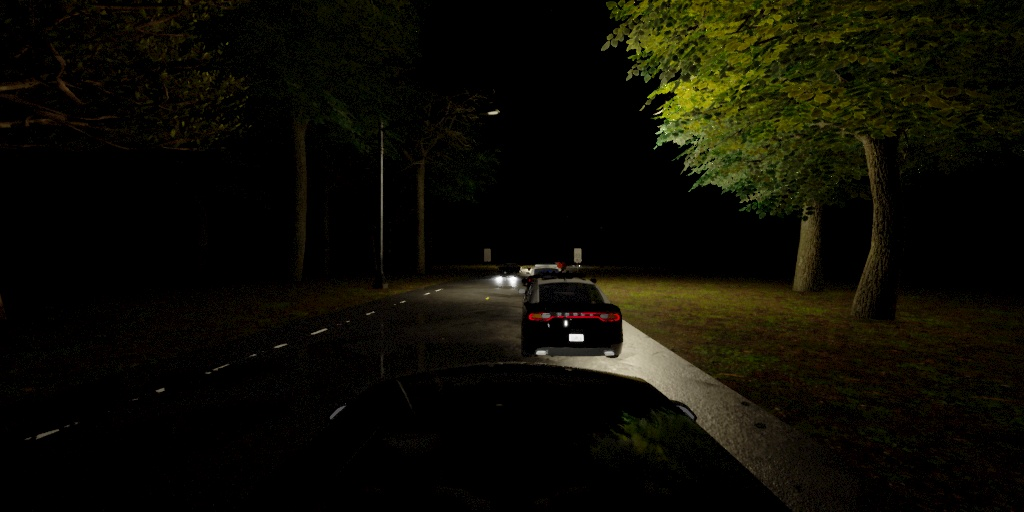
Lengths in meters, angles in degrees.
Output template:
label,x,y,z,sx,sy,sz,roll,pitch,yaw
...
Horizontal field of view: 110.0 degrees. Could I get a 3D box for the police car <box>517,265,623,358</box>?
label,x,y,z,sx,sy,sz,roll,pitch,yaw
police car,1.179,1.180,8.641,1.930,1.638,5.238,0,0,2

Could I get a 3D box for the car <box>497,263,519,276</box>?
label,x,y,z,sx,sy,sz,roll,pitch,yaw
car,-0.313,1.430,38.921,1.895,1.301,4.718,0,0,10

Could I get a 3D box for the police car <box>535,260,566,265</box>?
label,x,y,z,sx,sy,sz,roll,pitch,yaw
police car,1.751,1.204,18.500,1.930,1.638,5.238,0,0,5
